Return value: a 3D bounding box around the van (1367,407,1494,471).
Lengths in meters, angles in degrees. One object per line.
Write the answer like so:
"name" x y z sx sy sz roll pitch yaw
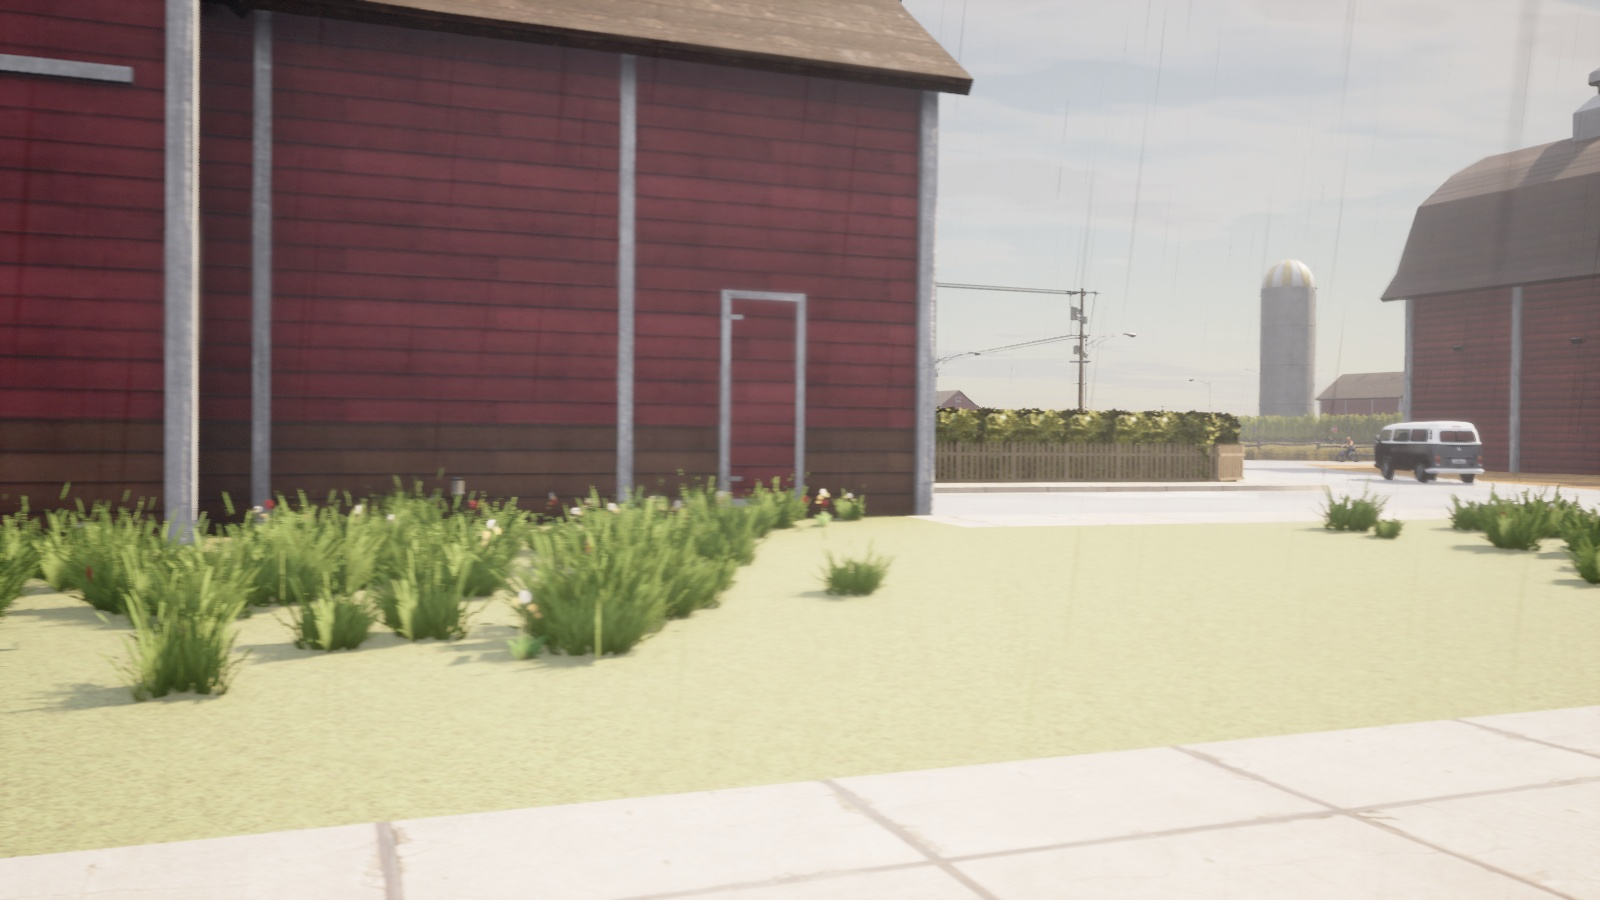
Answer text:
"van" 21.241 -0.395 42.544 2.069 2.038 4.480 -1 1 1
